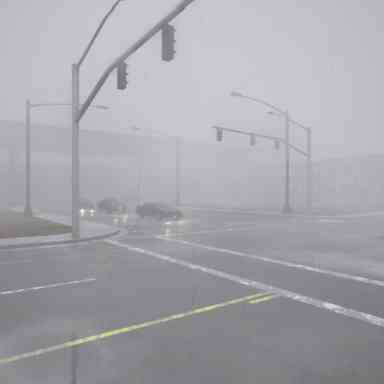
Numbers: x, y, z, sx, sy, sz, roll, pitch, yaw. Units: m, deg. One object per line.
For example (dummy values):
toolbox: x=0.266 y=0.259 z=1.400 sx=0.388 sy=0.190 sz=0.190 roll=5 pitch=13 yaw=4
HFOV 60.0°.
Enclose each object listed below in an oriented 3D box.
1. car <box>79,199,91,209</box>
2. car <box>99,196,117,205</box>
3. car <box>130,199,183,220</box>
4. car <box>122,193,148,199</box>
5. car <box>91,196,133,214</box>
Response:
car: x=-14.505 y=1.564 z=44.358 sx=1.994 sy=1.385 sz=4.181 roll=0 pitch=0 yaw=-32
car: x=-15.028 y=1.525 z=59.781 sx=1.812 sy=1.442 sz=4.674 roll=0 pitch=0 yaw=3
car: x=-2.927 y=1.547 z=28.220 sx=2.033 sy=1.411 sz=5.357 roll=0 pitch=0 yaw=-36
car: x=-12.337 y=1.222 z=69.347 sx=2.150 sy=2.045 sz=5.566 roll=0 pitch=0 yaw=30
car: x=-8.798 y=1.491 z=36.209 sx=2.128 sy=1.511 sz=4.902 roll=0 pitch=0 yaw=-36
